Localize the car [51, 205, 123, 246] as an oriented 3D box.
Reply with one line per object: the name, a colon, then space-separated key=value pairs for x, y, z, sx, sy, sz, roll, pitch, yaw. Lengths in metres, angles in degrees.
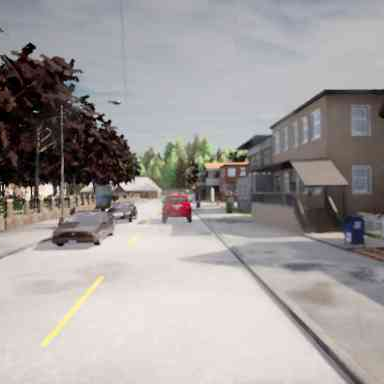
car: x=-4.857 y=1.582 z=15.796 sx=2.033 sy=1.411 sz=5.357 roll=-1 pitch=0 yaw=-3

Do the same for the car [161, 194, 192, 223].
car: x=-1.167 y=1.195 z=25.587 sx=2.150 sy=2.045 sz=5.566 roll=-1 pitch=0 yaw=-3

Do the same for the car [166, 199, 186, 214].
car: x=-1.696 y=1.527 z=35.943 sx=1.994 sy=1.385 sz=4.181 roll=-1 pitch=0 yaw=-3

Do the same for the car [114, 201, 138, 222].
car: x=-5.382 y=1.516 z=26.163 sx=2.128 sy=1.511 sz=4.902 roll=-1 pitch=0 yaw=-3
